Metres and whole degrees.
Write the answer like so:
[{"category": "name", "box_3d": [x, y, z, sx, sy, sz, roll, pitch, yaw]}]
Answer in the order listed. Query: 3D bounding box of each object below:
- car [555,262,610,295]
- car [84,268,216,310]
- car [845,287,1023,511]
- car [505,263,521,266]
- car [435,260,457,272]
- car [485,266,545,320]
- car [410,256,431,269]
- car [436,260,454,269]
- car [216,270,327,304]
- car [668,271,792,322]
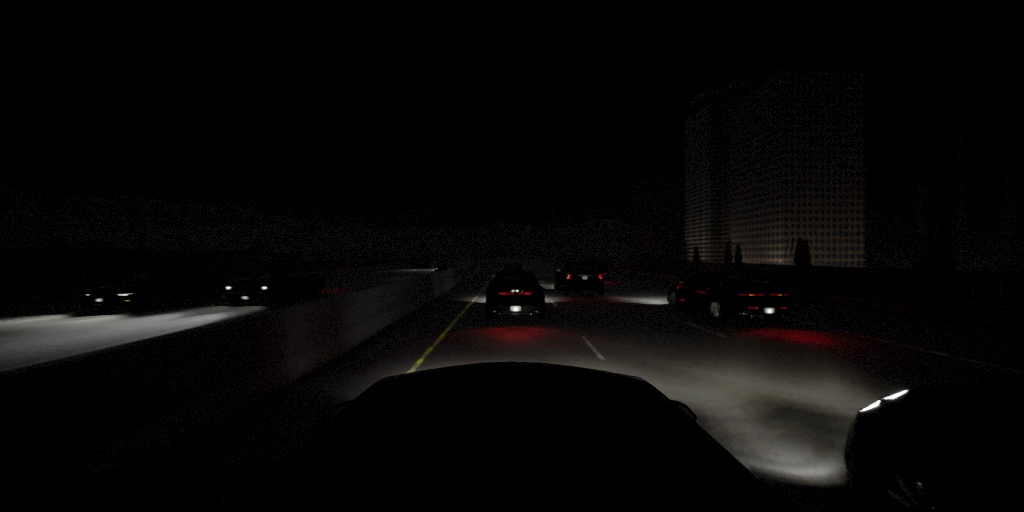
[{"category": "car", "box_3d": [3.610, 1.104, 19.844, 2.097, 1.767, 4.553, 0, 0, 0]}, {"category": "car", "box_3d": [-14.092, 1.256, 14.658, 1.837, 1.490, 4.892, 0, 0, 0]}, {"category": "car", "box_3d": [3.601, 1.103, 0.830, 2.097, 1.767, 4.553, 0, 0, 0]}, {"category": "car", "box_3d": [0.115, 1.302, 31.042, 2.033, 1.411, 5.357, 0, 0, 0]}, {"category": "car", "box_3d": [-7.074, 1.282, 38.930, 1.812, 1.442, 4.674, 0, 0, 0]}, {"category": "car", "box_3d": [0.106, 1.255, 12.670, 1.837, 1.490, 4.892, 0, 0, 0]}, {"category": "car", "box_3d": [-14.132, 0.966, 55.812, 2.150, 2.045, 5.566, 0, 0, 0]}, {"category": "car", "box_3d": [-10.662, 1.307, 57.309, 2.033, 1.411, 5.357, 0, 0, 0]}, {"category": "car", "box_3d": [-10.592, 1.352, 16.444, 1.895, 1.301, 4.718, 0, 0, 0]}, {"category": "car", "box_3d": [7.106, 1.255, 12.309, 1.837, 1.490, 4.892, 0, 0, 0]}]
